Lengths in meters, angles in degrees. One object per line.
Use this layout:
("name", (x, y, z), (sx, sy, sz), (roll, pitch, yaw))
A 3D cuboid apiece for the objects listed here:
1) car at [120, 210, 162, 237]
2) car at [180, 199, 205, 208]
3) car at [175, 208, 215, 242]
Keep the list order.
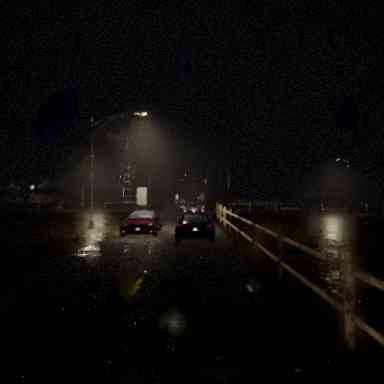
("car", (-2.813, 1.745, 19.141), (1.994, 1.385, 4.181), (0, -1, 0))
("car", (0.140, 1.679, 31.072), (2.097, 1.767, 4.553), (0, -1, 0))
("car", (0.130, 1.726, 17.401), (1.994, 1.385, 4.181), (0, -1, -1))
